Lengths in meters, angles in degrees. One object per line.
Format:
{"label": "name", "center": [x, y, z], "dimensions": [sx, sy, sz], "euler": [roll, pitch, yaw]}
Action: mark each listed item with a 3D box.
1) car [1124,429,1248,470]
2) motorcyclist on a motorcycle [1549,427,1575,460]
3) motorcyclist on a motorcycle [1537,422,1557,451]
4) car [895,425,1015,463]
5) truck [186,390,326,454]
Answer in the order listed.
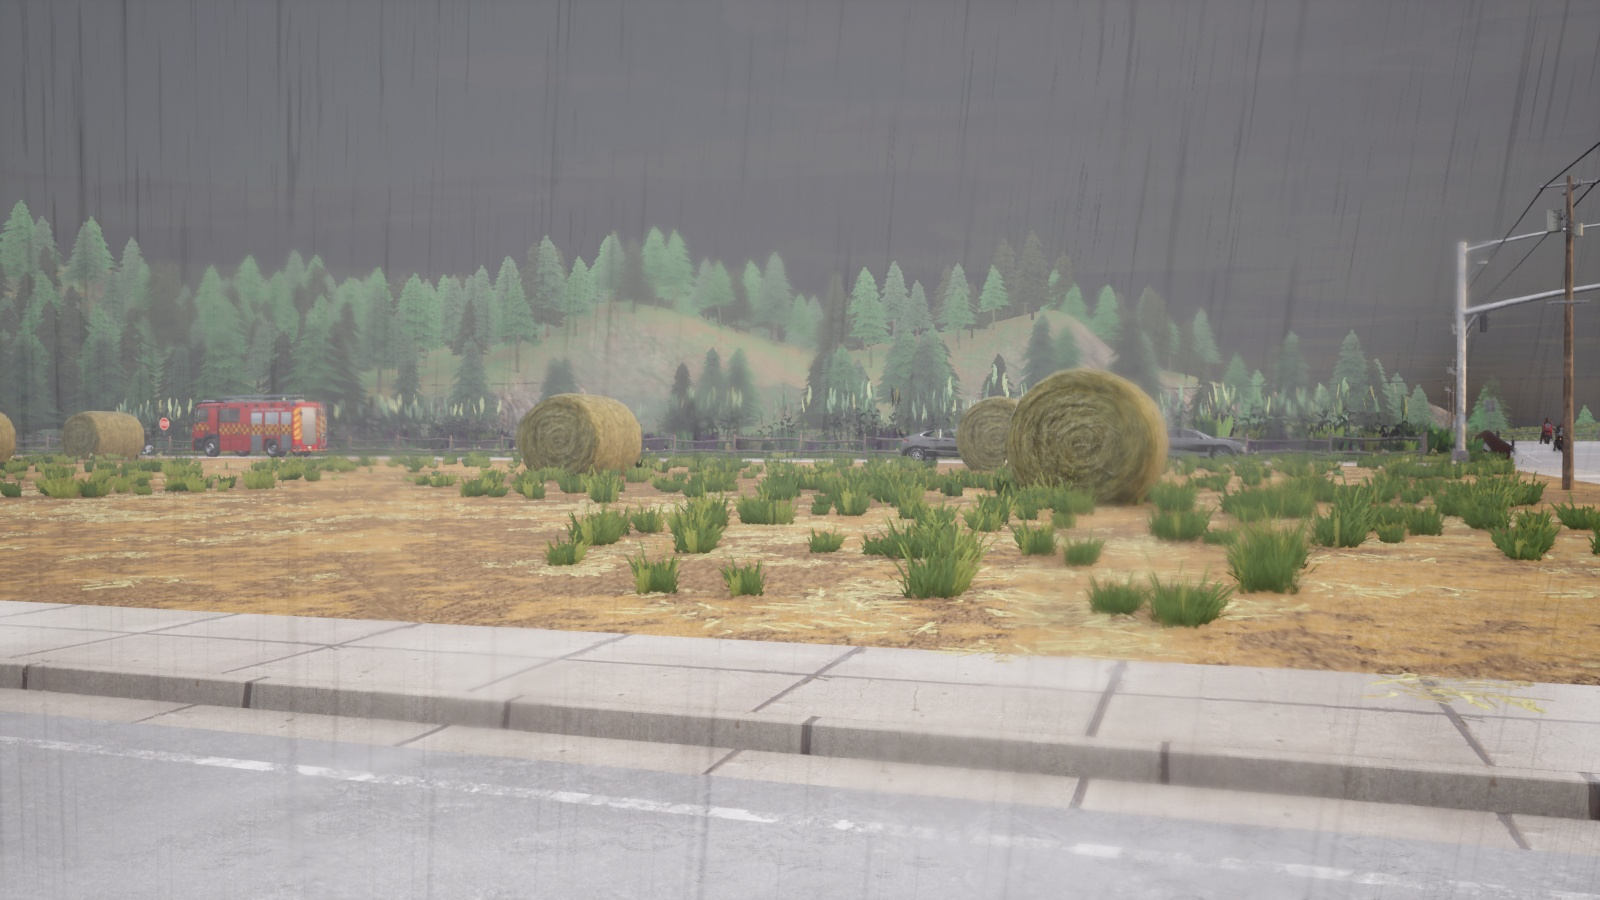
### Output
{"label": "car", "center": [16.468, -0.047, 53.532], "dimensions": [4.856, 1.649, 2.033], "euler": [1, 1, 22]}
{"label": "motorcyclist on a motorcycle", "center": [38.603, -0.357, 63.653], "dimensions": [0.866, 1.530, 2.191], "euler": [1, 4, 25]}
{"label": "motorcyclist on a motorcycle", "center": [41.738, -0.765, 70.151], "dimensions": [0.797, 1.523, 2.044], "euler": [1, 2, 26]}
{"label": "car", "center": [7.087, -0.295, 57.402], "dimensions": [5.027, 1.651, 2.152], "euler": [1, 1, 22]}
{"label": "truck", "center": [-33.822, -1.723, 78.048], "dimensions": [8.468, 3.827, 2.891], "euler": [1, 1, 22]}
